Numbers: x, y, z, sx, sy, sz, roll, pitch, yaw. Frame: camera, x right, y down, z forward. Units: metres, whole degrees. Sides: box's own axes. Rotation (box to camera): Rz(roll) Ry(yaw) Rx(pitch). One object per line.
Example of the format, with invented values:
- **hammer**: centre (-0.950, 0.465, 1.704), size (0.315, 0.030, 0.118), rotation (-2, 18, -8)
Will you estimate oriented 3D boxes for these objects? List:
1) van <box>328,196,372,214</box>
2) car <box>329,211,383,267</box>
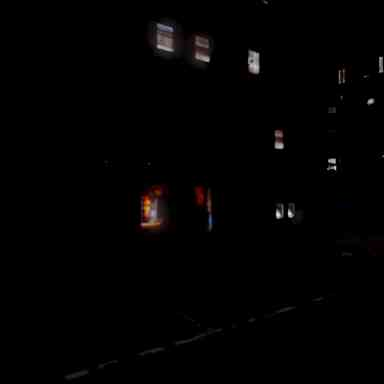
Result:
- **van**: centre (15.110, 1.270, 32.036), size (1.690, 1.788, 3.998), rotation (0, 0, -36)
- **car**: centre (6.519, 1.520, 11.167), size (4.829, 1.417, 1.752), rotation (0, 0, -35)
